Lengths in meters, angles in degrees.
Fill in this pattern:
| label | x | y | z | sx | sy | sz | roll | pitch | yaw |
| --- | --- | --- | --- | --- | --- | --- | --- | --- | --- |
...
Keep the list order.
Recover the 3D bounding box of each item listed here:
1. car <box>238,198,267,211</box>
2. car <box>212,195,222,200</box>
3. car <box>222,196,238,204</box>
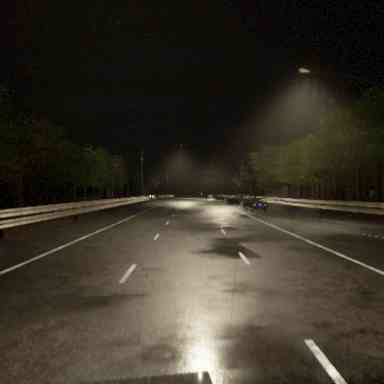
| label | x | y | z | sx | sy | sz | roll | pitch | yaw |
| --- | --- | --- | --- | --- | --- | --- | --- | --- | --- |
| car | 7.295 | 1.462 | 38.948 | 2.033 | 1.411 | 5.357 | 0 | 0 | -4 |
| car | 7.099 | 1.443 | 87.509 | 1.994 | 1.385 | 4.181 | 0 | 0 | 0 |
| car | 7.009 | 1.357 | 57.968 | 2.128 | 1.511 | 4.902 | 0 | 0 | 0 |
